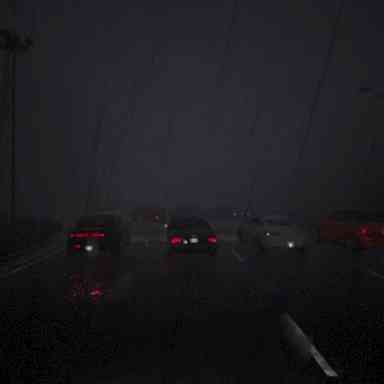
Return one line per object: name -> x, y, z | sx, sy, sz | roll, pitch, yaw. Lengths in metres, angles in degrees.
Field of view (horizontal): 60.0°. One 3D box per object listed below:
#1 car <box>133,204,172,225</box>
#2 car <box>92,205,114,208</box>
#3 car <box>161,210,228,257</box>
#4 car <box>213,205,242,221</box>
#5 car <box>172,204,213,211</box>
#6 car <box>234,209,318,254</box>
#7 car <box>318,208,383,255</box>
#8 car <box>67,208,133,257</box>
car -> -3.618, 1.728, 26.646 | 1.882, 1.535, 5.008 | 0, 0, -25
car -> -6.815, 1.715, 25.221 | 1.882, 1.535, 5.008 | 0, 0, -25
car -> -0.126, 1.675, 13.510 | 2.033, 1.411, 5.357 | 0, -1, -5
car -> 2.987, 1.820, 29.081 | 2.033, 1.411, 5.357 | 0, -1, -24
car -> -0.426, 1.741, 28.080 | 1.882, 1.535, 5.008 | 0, 0, -25
car -> 3.313, 1.659, 14.175 | 1.812, 1.442, 4.674 | 0, 0, -5
car -> 6.841, 1.483, 14.140 | 2.097, 1.767, 4.553 | 0, -1, -5
car -> -3.656, 1.636, 13.559 | 1.837, 1.490, 4.892 | 0, 0, -5
